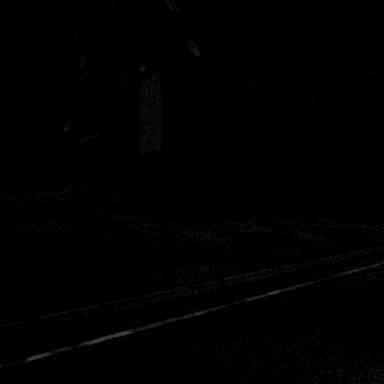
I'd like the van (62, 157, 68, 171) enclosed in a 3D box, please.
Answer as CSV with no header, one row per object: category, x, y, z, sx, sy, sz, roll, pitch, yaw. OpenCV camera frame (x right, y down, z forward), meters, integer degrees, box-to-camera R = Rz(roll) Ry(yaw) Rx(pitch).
van,-11.515,-2.590,35.472,1.878,1.987,4.442,0,-2,39

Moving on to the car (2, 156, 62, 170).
car,-15.098,-2.527,31.068,2.002,1.452,4.674,0,-2,40
